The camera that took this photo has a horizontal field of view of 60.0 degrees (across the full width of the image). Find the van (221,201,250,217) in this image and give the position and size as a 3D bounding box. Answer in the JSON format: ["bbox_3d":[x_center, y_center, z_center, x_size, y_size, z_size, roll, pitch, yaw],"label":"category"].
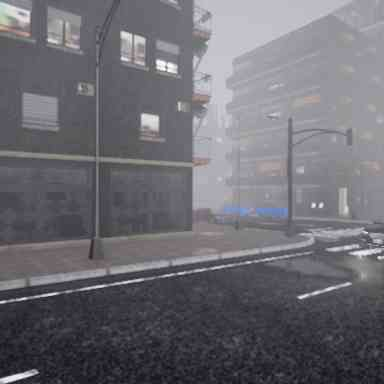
[{"bbox_3d":[4.879,1.871,37.824,1.690,1.788,3.998,-1,0,-36],"label":"van"}]

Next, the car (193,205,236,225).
[{"bbox_3d":[1.446,2.007,28.393,1.802,1.307,4.206,-1,0,-36],"label":"car"}]

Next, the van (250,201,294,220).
[{"bbox_3d":[8.191,1.798,33.306,1.690,1.788,3.998,-1,0,-36],"label":"van"}]

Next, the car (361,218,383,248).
[{"bbox_3d":[9.016,1.666,13.973,4.902,1.511,2.128,2,-1,-35],"label":"car"}]
